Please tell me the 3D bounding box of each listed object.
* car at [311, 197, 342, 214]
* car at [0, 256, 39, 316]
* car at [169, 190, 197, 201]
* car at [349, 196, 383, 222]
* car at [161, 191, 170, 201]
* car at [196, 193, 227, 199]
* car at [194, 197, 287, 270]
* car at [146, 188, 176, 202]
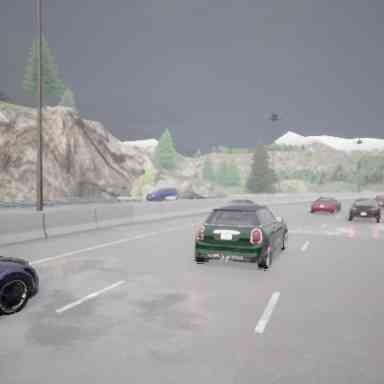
[{"bbox_3d":[12.019,1.140,29.657,1.994,1.385,4.181,1,1,33],"label":"car"},{"bbox_3d":[-4.456,1.473,4.977,1.994,1.385,4.181,0,1,21],"label":"car"},{"bbox_3d":[-0.342,0.845,42.959,1.837,1.490,4.892,1,1,35],"label":"car"},{"bbox_3d":[12.066,1.202,23.122,1.812,1.442,4.674,1,1,30],"label":"car"},{"bbox_3d":[-1.741,0.872,47.068,1.895,1.301,4.718,1,1,36],"label":"car"},{"bbox_3d":[2.881,0.895,41.476,1.812,1.442,4.674,1,1,35],"label":"car"},{"bbox_3d":[1.785,1.188,10.864,2.097,1.767,4.553,1,1,24],"label":"car"},{"bbox_3d":[-4.371,0.452,49.403,2.150,2.045,5.566,1,1,36],"label":"car"}]
